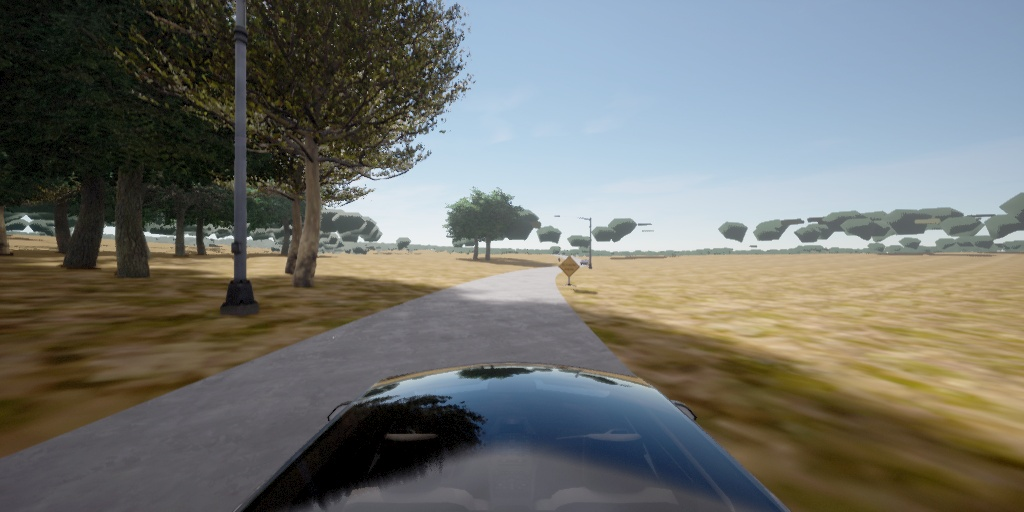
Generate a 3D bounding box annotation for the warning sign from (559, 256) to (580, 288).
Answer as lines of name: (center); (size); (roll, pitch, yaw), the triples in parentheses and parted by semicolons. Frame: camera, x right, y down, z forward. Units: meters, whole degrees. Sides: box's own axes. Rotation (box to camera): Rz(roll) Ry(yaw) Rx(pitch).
warning sign: (3.487, 0.940, 21.918); (1.300, 1.860, 1.060); (0, 0, 5)
